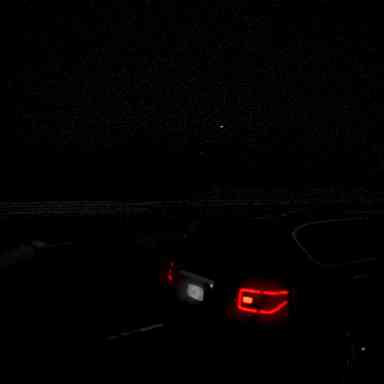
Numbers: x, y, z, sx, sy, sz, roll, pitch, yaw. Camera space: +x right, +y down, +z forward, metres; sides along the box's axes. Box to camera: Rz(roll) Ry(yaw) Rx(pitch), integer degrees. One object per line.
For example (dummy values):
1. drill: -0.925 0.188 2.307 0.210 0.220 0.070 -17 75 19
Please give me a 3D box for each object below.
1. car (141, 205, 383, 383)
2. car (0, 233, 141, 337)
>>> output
1. car: 2.219 1.234 5.328 5.566 2.045 2.150 0 0 -35
2. car: -1.940 1.553 6.661 5.357 1.411 2.033 0 0 -35
